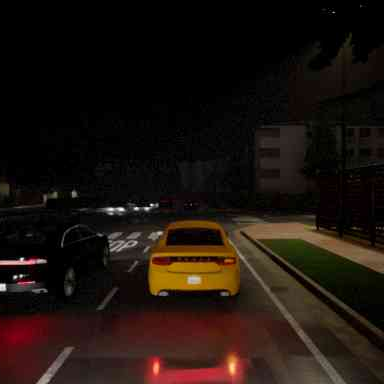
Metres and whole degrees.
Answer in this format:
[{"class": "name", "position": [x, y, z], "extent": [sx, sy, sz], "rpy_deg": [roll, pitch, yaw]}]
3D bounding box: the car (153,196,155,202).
[{"class": "car", "position": [-7.550, 1.488, 68.763], "extent": [2.128, 1.511, 4.902], "rpy_deg": [0, 0, -1]}]

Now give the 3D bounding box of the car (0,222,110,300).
[{"class": "car", "position": [-3.448, 1.491, 8.368], "extent": [2.128, 1.511, 4.902], "rpy_deg": [0, 0, 0]}]

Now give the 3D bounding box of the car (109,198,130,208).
[{"class": "car", "position": [-10.909, 1.597, 49.332], "extent": [1.895, 1.301, 4.718], "rpy_deg": [0, 0, -1]}]

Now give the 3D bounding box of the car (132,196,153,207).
[{"class": "car", "position": [-7.419, 1.501, 50.330], "extent": [1.837, 1.490, 4.892], "rpy_deg": [0, 0, 0]}]

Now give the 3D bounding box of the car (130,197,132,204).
[{"class": "car", "position": [-11.040, 1.473, 65.423], "extent": [1.882, 1.535, 5.008], "rpy_deg": [0, 0, 0]}]

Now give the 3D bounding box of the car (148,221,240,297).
[{"class": "car", "position": [0.051, 1.477, 8.612], "extent": [1.882, 1.535, 5.008], "rpy_deg": [0, 0, 0]}]

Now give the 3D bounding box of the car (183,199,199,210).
[{"class": "car", "position": [-0.133, 1.544, 41.870], "extent": [2.033, 1.411, 5.357], "rpy_deg": [0, 0, -1]}]

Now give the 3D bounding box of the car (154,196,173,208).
[{"class": "car", "position": [-3.696, 1.488, 47.177], "extent": [2.128, 1.511, 4.902], "rpy_deg": [0, 0, -1]}]
